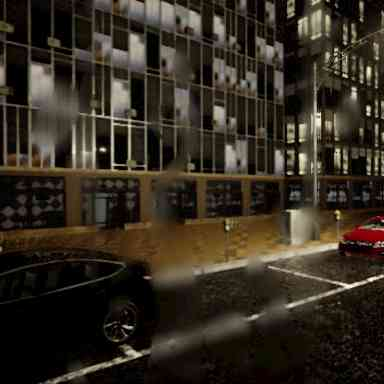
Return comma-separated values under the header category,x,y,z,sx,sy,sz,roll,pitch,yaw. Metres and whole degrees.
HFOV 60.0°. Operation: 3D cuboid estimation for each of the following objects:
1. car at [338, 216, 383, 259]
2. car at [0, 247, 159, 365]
category,x,y,z,sx,sy,sz,roll,pitch,yaw
car,6.730,1.486,11.351,4.206,1.307,1.802,-1,1,-35
car,-2.539,1.561,4.745,4.313,1.339,1.947,-1,1,-35
